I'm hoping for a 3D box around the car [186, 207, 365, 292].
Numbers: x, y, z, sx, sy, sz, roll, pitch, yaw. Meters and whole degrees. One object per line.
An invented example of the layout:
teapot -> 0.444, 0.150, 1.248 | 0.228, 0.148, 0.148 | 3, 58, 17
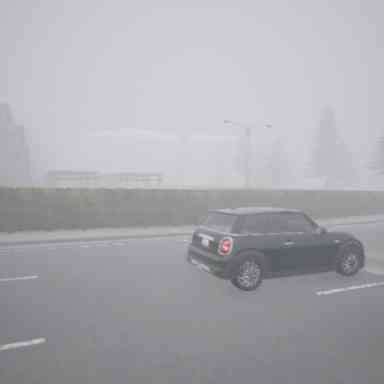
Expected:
car -> 2.222, 1.182, 8.530 | 4.553, 1.767, 2.097 | 0, 1, -25
